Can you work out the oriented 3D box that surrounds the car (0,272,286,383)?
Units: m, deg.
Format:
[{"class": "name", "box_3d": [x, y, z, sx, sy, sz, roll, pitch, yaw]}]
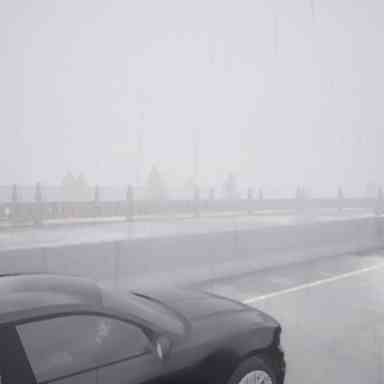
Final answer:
[{"class": "car", "box_3d": [-1.302, 1.478, 2.819, 5.008, 1.535, 1.882, 0, 0, -36]}]

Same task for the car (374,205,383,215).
[{"class": "car", "box_3d": [19.718, 1.532, 31.927, 4.674, 1.442, 1.812, 0, 0, -23]}]
